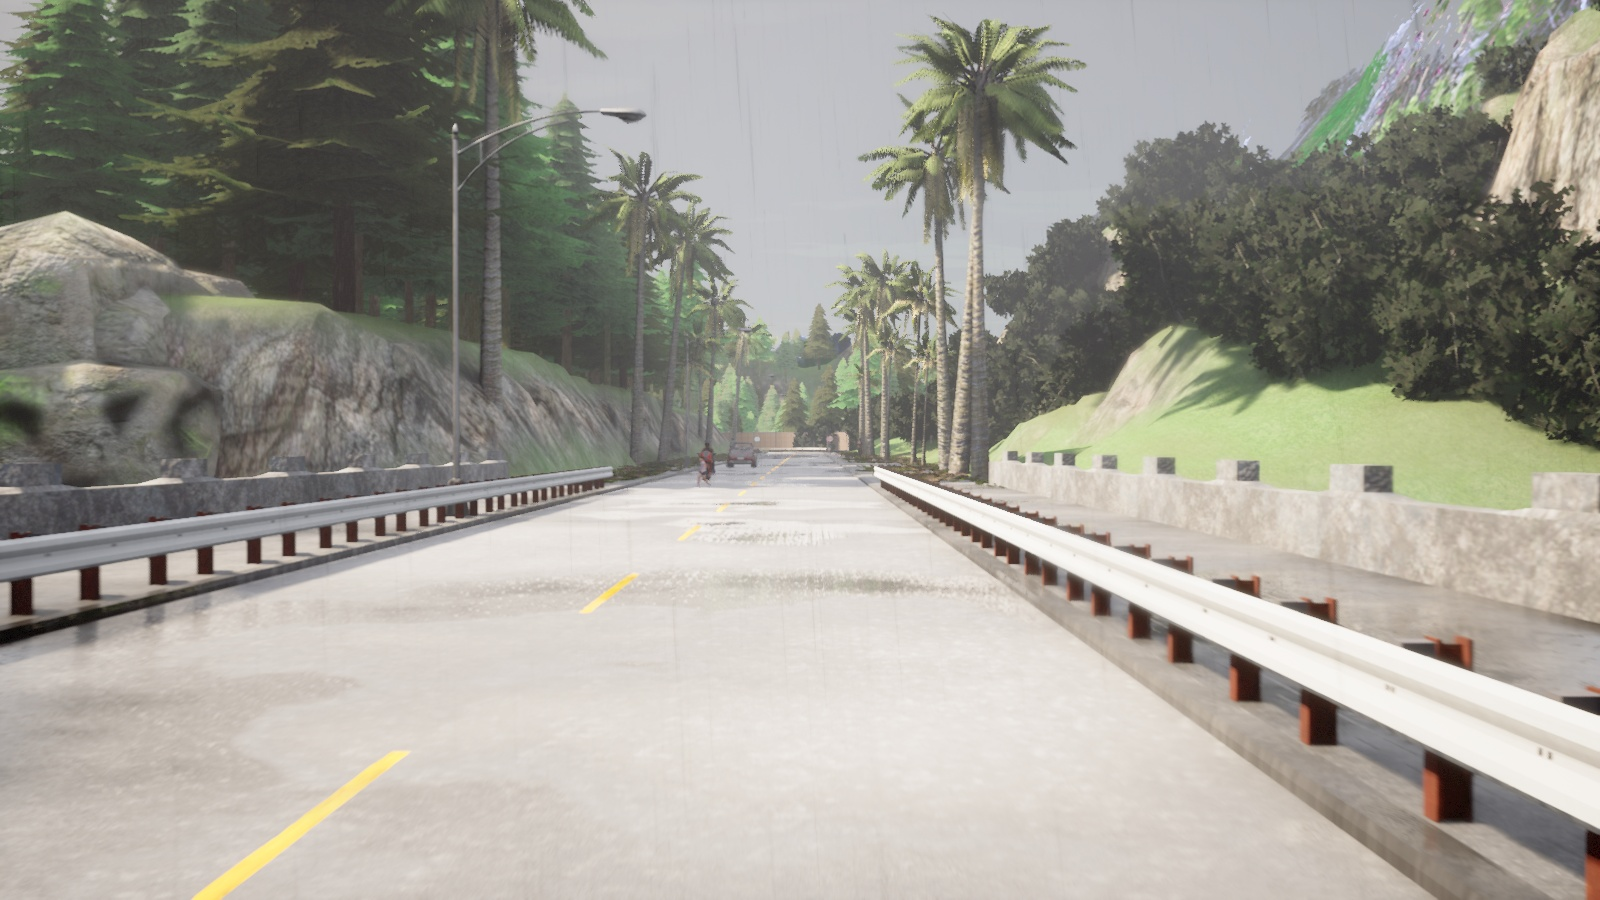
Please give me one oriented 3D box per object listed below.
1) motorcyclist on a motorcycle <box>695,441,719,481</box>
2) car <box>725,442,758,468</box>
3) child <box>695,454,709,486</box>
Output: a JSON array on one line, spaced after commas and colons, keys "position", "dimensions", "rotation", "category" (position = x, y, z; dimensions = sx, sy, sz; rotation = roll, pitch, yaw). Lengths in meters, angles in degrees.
[{"position": [-3.656, 0.453, 49.424], "dimensions": [0.797, 1.523, 2.044], "rotation": [0, -2, 0], "category": "motorcyclist on a motorcycle"}, {"position": [-3.492, 0.299, 75.541], "dimensions": [1.789, 1.549, 3.705], "rotation": [0, 0, 0], "category": "car"}, {"position": [-3.335, 0.678, 42.854], "dimensions": [0.394, 1.110, 0.255], "rotation": [0, 0, -37], "category": "child"}]
